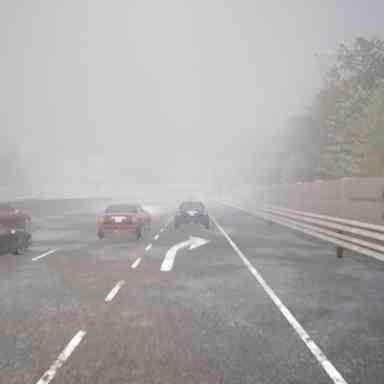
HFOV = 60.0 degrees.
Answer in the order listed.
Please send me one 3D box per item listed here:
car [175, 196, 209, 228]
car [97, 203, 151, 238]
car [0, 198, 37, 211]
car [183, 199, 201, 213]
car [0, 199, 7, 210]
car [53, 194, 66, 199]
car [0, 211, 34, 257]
[{"bbox_3d":[-0.007,1.336,22.088,2.097,1.767,4.553,0,0,0],"label":"car"},{"bbox_3d":[-3.405,1.338,17.536,2.097,1.767,4.553,0,0,0],"label":"car"},{"bbox_3d":[-10.406,1.338,17.534,2.097,1.767,4.553,0,0,0],"label":"car"},{"bbox_3d":[-0.011,1.537,38.795,2.033,1.411,5.357,0,0,0],"label":"car"},{"bbox_3d":[-24.579,1.538,39.551,2.033,1.411,5.357,0,0,0],"label":"car"},{"bbox_3d":[-31.522,1.203,79.281,1.812,1.442,4.674,0,0,0],"label":"car"},{"bbox_3d":[-6.902,1.539,10.099,2.033,1.411,5.357,0,0,0],"label":"car"}]
